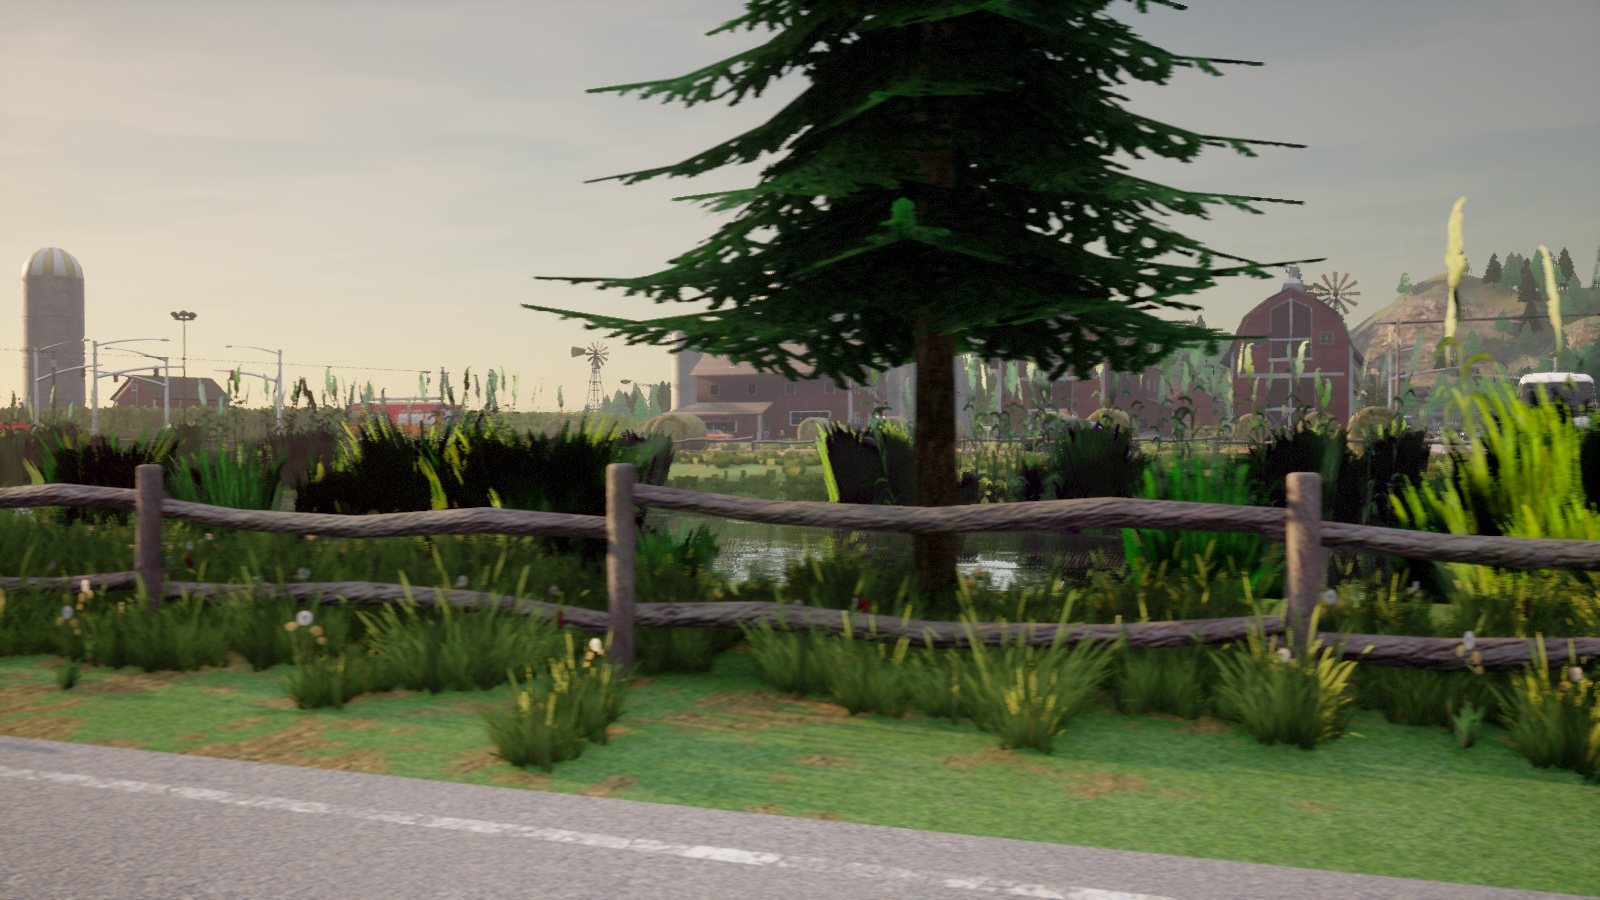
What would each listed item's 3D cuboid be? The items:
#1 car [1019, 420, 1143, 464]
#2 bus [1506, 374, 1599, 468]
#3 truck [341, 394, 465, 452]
[{"bbox_3d":[13.746,-0.412,61.483,5.566,2.045,2.150,1,1,27],"label":"car"},{"bbox_3d":[37.487,-1.400,62.559,3.944,4.253,10.273,1,1,29],"label":"bus"},{"bbox_3d":[-27.238,-1.841,85.973,8.468,3.827,2.891,1,1,27],"label":"truck"}]
